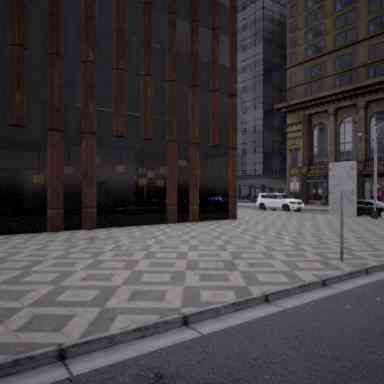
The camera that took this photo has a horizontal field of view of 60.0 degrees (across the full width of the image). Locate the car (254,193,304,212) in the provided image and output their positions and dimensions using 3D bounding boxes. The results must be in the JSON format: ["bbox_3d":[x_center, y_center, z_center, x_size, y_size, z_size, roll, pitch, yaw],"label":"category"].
[{"bbox_3d":[9.622,1.133,36.776,2.150,2.045,5.566,0,0,-36],"label":"car"}]

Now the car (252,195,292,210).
[{"bbox_3d":[9.965,1.258,41.819,2.097,1.767,4.553,0,0,-35],"label":"car"}]

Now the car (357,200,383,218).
[{"bbox_3d":[15.395,1.445,28.656,1.837,1.490,4.892,0,0,-37],"label":"car"}]
